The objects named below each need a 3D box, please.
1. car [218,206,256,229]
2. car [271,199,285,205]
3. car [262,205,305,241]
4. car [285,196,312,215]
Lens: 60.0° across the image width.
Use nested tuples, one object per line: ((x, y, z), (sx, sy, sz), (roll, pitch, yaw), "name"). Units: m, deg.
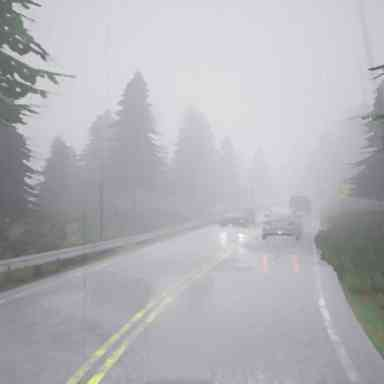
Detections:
((3.349, 1.729, 23.641), (2.033, 1.411, 5.357), (-1, -1, 20), "car")
((16.306, 2.105, 62.855), (1.882, 1.535, 5.008), (1, -3, 3), "car")
((4.775, 1.622, 17.429), (1.812, 1.442, 4.674), (-1, -1, 19), "car")
((11.912, 1.462, 36.647), (2.150, 2.045, 5.566), (-1, -1, 21), "car")
